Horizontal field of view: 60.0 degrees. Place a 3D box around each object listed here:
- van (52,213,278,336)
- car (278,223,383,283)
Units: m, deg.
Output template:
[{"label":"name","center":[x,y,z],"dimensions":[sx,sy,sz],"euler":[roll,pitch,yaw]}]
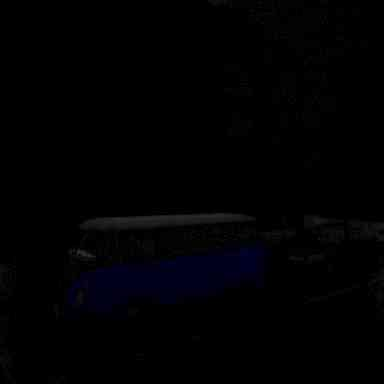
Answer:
[{"label":"van","center":[-0.397,1.338,6.368],"dimensions":[3.998,1.788,1.690],"euler":[0,0,-35]},{"label":"car","center":[4.123,1.578,9.591],"dimensions":[4.206,1.307,1.802],"euler":[0,0,-35]}]
